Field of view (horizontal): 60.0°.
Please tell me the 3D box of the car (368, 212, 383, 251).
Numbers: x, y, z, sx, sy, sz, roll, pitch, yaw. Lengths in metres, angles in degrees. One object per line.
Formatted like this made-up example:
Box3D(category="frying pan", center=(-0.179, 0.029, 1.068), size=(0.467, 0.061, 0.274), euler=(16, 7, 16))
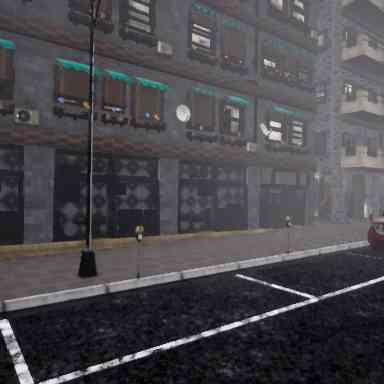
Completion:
Box3D(category="car", center=(8.863, 1.317, 12.859), size=(5.009, 1.841, 2.192), euler=(0, 1, -35))
